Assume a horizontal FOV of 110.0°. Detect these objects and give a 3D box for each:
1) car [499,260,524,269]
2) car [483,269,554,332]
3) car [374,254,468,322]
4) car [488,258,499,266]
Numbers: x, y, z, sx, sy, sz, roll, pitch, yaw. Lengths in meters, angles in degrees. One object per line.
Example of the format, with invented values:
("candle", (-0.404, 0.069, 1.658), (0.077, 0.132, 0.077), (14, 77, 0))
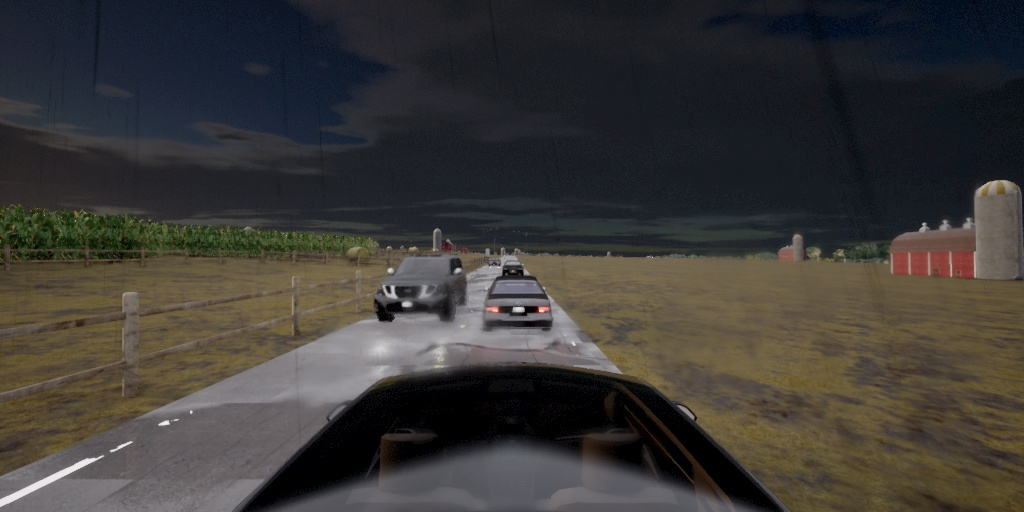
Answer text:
("car", (0.083, 1.129, 33.055), (1.882, 1.535, 5.008), (0, 0, 0))
("car", (0.112, 1.289, 10.839), (2.033, 1.411, 5.357), (0, 0, -1))
("car", (-2.856, 0.959, 12.532), (2.150, 2.045, 5.566), (0, 0, 0))
("car", (-2.783, 1.003, 59.025), (1.994, 1.385, 4.181), (0, 1, 0))
